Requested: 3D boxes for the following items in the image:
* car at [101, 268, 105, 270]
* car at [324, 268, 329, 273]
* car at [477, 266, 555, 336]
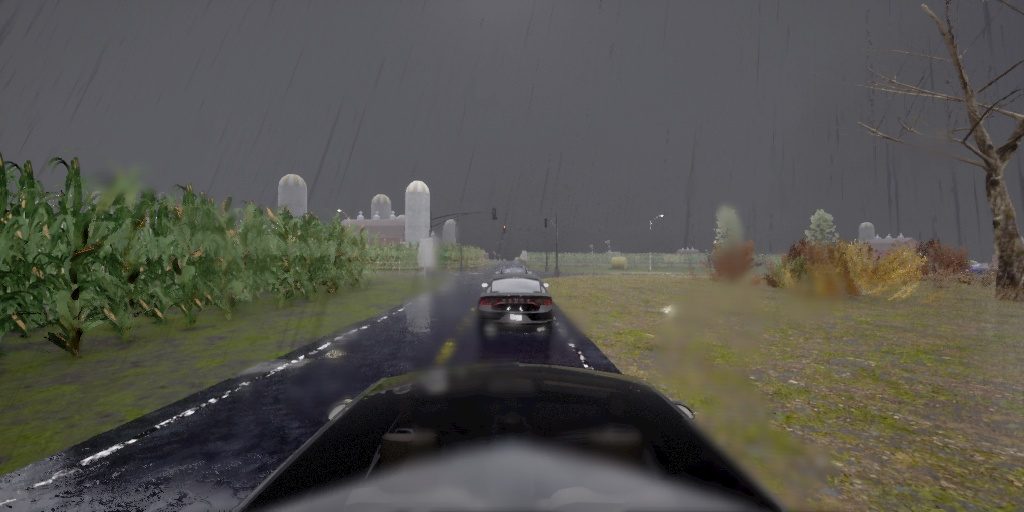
[{"bbox_3d":[-43.726,0.924,37.771,4.674,1.442,1.812,1,-1,-2],"label":"car"},{"bbox_3d":[-21.309,1.049,38.935,5.008,1.535,1.882,0,-1,-3],"label":"car"},{"bbox_3d":[0.099,1.233,10.491,1.882,1.535,5.008,0,0,0],"label":"car"}]
